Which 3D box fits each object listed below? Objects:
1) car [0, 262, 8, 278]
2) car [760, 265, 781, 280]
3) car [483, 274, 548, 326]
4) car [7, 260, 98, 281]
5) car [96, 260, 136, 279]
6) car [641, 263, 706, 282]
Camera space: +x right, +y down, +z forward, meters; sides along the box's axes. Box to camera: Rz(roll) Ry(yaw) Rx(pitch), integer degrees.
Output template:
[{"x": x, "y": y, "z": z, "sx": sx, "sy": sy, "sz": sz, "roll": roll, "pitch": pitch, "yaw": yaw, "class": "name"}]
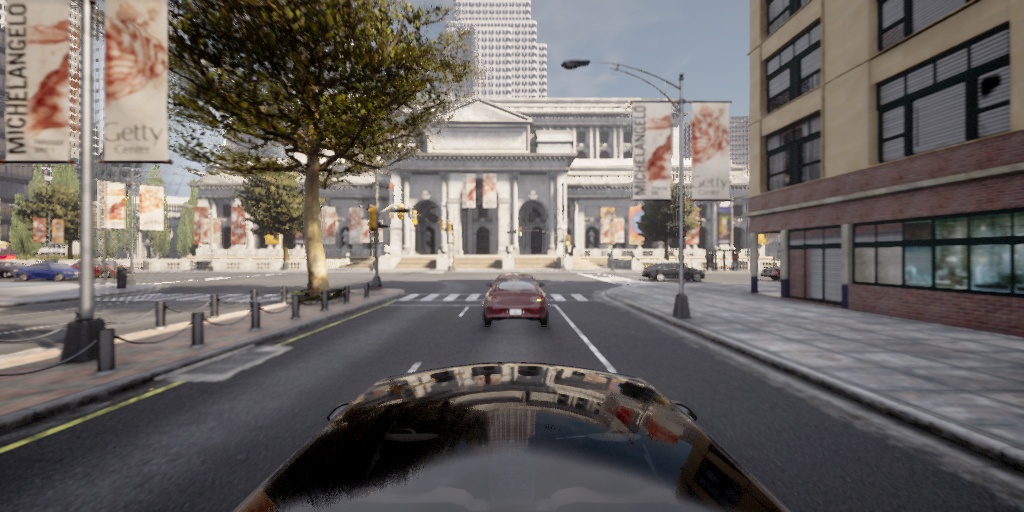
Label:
[{"x": -46.460, "y": 1.272, "z": 32.844, "sx": 4.902, "sy": 1.511, "sz": 2.128, "roll": 0, "pitch": 0, "yaw": -1, "class": "car"}, {"x": 23.204, "y": 1.327, "z": 29.037, "sx": 5.357, "sy": 1.411, "sz": 2.033, "roll": 0, "pitch": 0, "yaw": 0, "class": "car"}, {"x": 0.114, "y": 1.286, "z": 11.578, "sx": 1.812, "sy": 1.442, "sz": 4.674, "roll": 0, "pitch": 0, "yaw": 0, "class": "car"}, {"x": -37.518, "y": 1.303, "z": 29.360, "sx": 4.674, "sy": 1.442, "sz": 1.812, "roll": 0, "pitch": 0, "yaw": 0, "class": "car"}, {"x": -37.505, "y": 1.133, "z": 32.855, "sx": 4.553, "sy": 1.767, "sz": 2.097, "roll": 0, "pitch": 0, "yaw": 0, "class": "car"}, {"x": 13.079, "y": 1.284, "z": 29.097, "sx": 4.892, "sy": 1.490, "sz": 1.837, "roll": 0, "pitch": 0, "yaw": 0, "class": "car"}]
